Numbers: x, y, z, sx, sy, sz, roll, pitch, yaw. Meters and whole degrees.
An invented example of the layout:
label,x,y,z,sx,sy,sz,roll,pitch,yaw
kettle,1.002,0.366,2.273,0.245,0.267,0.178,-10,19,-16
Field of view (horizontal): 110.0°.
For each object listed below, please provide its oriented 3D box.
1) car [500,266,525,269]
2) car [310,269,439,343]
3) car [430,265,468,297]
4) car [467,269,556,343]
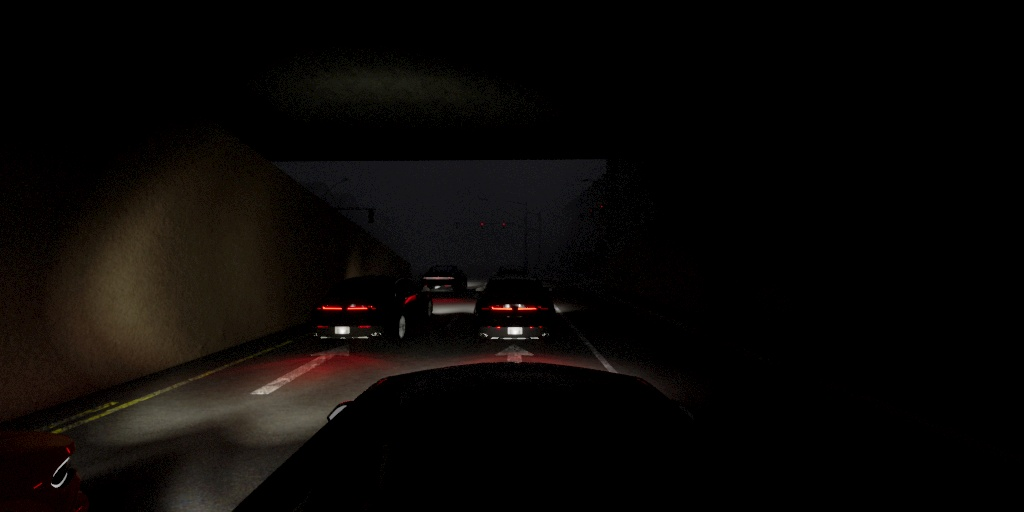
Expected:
label,x,y,z,sx,sy,sz,roll,pitch,yaw
car,0.012,1.255,19.030,1.837,1.490,4.892,0,0,0
car,-3.448,1.255,9.677,1.837,1.490,4.892,0,0,0
car,-3.484,1.242,18.994,2.128,1.511,4.902,0,0,-1
car,0.053,1.255,9.620,1.837,1.490,4.892,0,0,0
